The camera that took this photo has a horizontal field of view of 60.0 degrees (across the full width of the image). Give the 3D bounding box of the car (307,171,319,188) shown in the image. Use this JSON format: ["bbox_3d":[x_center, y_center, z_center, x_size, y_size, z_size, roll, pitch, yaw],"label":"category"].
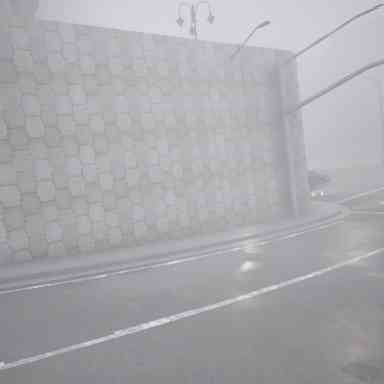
[{"bbox_3d":[8.043,-0.736,29.581,2.033,1.411,5.357,-11,7,-35],"label":"car"}]

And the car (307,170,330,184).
[{"bbox_3d":[10.712,-1.341,31.787,1.837,1.490,4.892,-11,6,-34],"label":"car"}]
